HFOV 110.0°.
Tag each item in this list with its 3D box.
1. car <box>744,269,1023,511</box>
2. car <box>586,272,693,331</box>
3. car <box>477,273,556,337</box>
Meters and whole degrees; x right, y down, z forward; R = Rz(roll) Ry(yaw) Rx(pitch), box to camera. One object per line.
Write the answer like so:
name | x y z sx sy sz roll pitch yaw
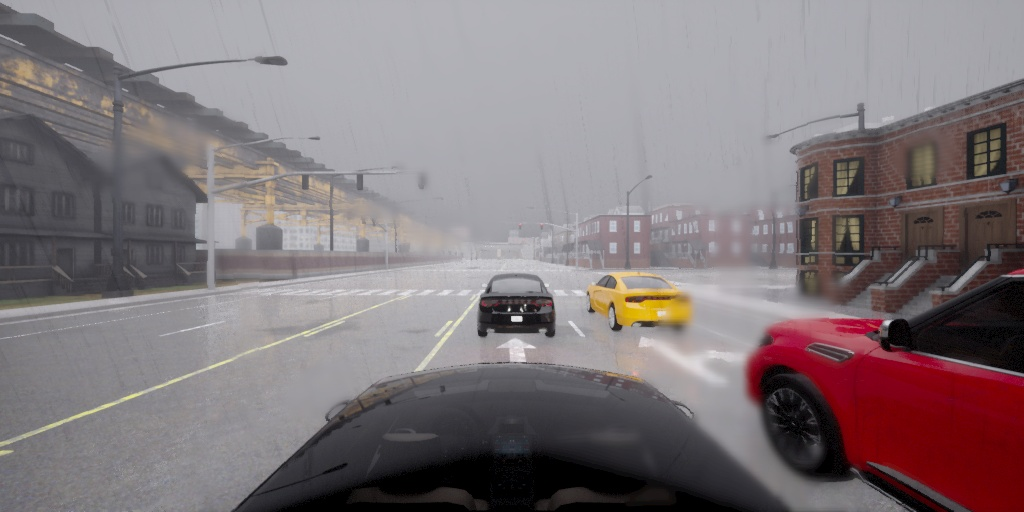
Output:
car | 3.598 0.971 1.524 2.150 2.045 5.566 0 0 0
car | 3.612 1.228 11.049 1.882 1.535 5.008 0 0 0
car | 0.109 1.228 10.347 1.882 1.535 5.008 0 0 0
